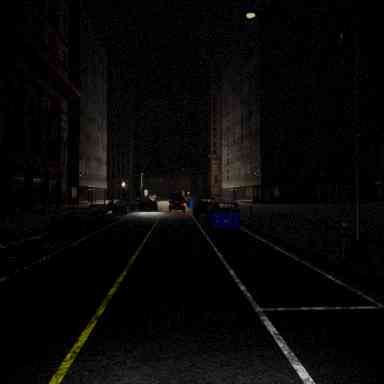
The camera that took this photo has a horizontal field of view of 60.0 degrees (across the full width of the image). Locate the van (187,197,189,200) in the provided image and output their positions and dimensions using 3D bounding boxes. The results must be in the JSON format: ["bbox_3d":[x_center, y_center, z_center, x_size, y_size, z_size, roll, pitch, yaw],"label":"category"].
[{"bbox_3d":[0.410,1.414,47.079,1.690,1.788,3.998,1,0,-3],"label":"van"}]

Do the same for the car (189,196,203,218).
[{"bbox_3d":[1.228,1.347,30.719,2.192,1.841,5.009,1,0,-3],"label":"car"}]

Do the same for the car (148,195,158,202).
[{"bbox_3d":[-10.012,1.589,84.827,2.192,1.841,5.009,0,0,-3],"label":"car"}]

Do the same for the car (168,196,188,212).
[{"bbox_3d":[-1.790,1.577,39.353,1.812,1.442,4.674,0,0,-3],"label":"car"}]

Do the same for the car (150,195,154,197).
[{"bbox_3d":[-8.924,1.692,63.016,2.008,1.369,4.403,1,0,-3],"label":"car"}]

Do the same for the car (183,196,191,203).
[{"bbox_3d":[-1.227,1.781,79.795,1.887,1.381,4.507,0,0,-3],"label":"car"}]

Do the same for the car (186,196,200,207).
[{"bbox_3d":[0.136,1.532,52.532,1.967,1.590,4.097,1,0,-3],"label":"car"}]

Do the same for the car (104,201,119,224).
[{"bbox_3d":[-7.017,1.573,24.847,2.008,1.369,4.403,1,0,-3],"label":"car"}]

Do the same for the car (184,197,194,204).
[{"bbox_3d":[-0.683,1.751,68.889,1.802,1.307,4.206,0,0,-3],"label":"car"}]

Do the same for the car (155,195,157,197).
[{"bbox_3d":[-9.733,1.761,79.203,1.752,1.417,4.829,0,0,-3],"label":"car"}]

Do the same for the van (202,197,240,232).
[{"bbox_3d":[1.773,1.355,19.811,1.690,1.788,3.998,1,0,-3],"label":"van"}]

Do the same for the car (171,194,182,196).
[{"bbox_3d":[-2.296,1.304,49.613,2.150,2.045,5.566,0,0,-3],"label":"car"}]

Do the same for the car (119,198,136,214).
[{"bbox_3d":[-7.562,1.594,35.753,2.008,1.369,4.403,1,0,-3],"label":"car"}]

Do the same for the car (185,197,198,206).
[{"bbox_3d":[-0.137,1.659,57.984,1.887,1.381,4.507,1,0,-3],"label":"car"}]

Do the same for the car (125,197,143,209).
[{"bbox_3d":[-8.105,1.513,46.659,1.967,1.590,4.097,1,0,-3],"label":"car"}]

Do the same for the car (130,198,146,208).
[{"bbox_3d":[-8.379,1.637,52.111,1.887,1.381,4.507,1,0,-3],"label":"car"}]

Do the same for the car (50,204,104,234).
[{"bbox_3d":[-6.744,1.559,19.395,1.887,1.381,4.507,1,0,-3],"label":"car"}]

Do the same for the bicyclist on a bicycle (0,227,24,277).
[{"bbox_3d":[-5.297,1.457,8.789,1.656,1.620,0.582,-1,0,-3],"label":"bicyclist on a bicycle"}]

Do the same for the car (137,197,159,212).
[{"bbox_3d":[-4.974,1.615,39.042,1.994,1.385,4.181,0,0,-3],"label":"car"}]
